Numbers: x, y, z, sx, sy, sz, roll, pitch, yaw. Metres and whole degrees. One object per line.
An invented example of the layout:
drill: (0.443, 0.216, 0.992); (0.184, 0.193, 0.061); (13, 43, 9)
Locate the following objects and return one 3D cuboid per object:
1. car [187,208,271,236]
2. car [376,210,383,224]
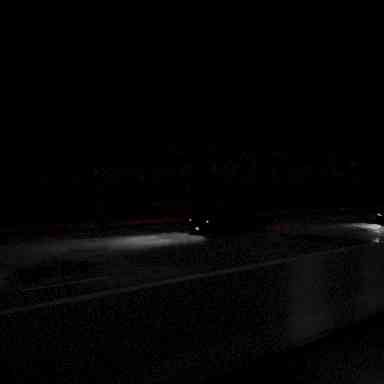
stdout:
car: (2.079, 1.566, 18.371); (4.718, 1.301, 1.895); (0, 0, -35)
car: (14.620, 1.453, 23.013); (4.674, 1.442, 1.812); (0, 0, -35)
